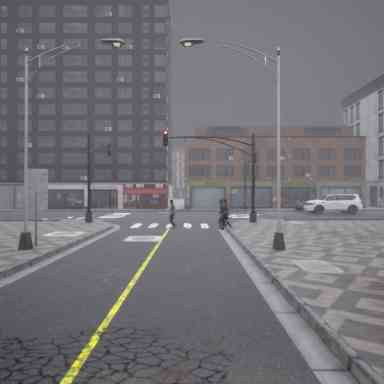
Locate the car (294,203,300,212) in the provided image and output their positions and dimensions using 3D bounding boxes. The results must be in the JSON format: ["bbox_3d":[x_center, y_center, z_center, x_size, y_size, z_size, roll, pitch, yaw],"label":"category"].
[{"bbox_3d":[14.005,1.499,37.127,5.008,1.535,1.882,0,0,0],"label":"car"}]

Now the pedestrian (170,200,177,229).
[{"bbox_3d":[-1.179,1.301,20.110,0.375,1.860,0.375,0,0,0],"label":"pedestrian"}]

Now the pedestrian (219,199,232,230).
[{"bbox_3d":[1.902,1.238,18.900,0.375,1.860,0.375,0,0,0],"label":"pedestrian"}]

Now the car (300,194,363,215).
[{"bbox_3d":[14.340,1.215,33.857,5.566,2.045,2.150,0,0,2],"label":"car"}]
